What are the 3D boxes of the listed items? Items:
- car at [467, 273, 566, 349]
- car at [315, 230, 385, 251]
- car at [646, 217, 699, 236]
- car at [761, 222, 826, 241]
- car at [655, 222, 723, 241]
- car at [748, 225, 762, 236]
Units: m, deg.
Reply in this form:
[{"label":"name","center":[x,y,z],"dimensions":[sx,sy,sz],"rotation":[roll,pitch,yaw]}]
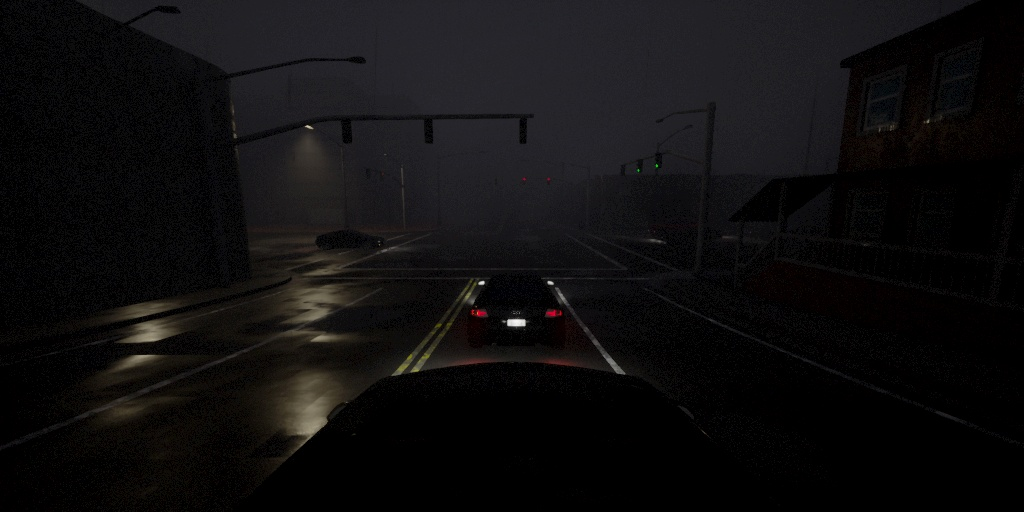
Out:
[{"label":"car","center":[0.099,1.092,8.671],"dimensions":[1.994,1.385,4.181],"rotation":[0,3,0]},{"label":"car","center":[-12.189,-1.209,27.113],"dimensions":[4.892,1.490,1.837],"rotation":[-1,9,-4]},{"label":"car","center":[16.999,-3.005,37.262],"dimensions":[5.566,2.045,2.150],"rotation":[0,8,0]},{"label":"car","center":[26.961,-2.237,33.762],"dimensions":[5.008,1.535,1.882],"rotation":[0,8,0]},{"label":"car","center":[16.864,-2.173,33.848],"dimensions":[5.357,1.411,2.033],"rotation":[0,8,0]},{"label":"car","center":[27.245,-2.733,37.223],"dimensions":[4.902,1.511,2.128],"rotation":[0,8,1]}]
